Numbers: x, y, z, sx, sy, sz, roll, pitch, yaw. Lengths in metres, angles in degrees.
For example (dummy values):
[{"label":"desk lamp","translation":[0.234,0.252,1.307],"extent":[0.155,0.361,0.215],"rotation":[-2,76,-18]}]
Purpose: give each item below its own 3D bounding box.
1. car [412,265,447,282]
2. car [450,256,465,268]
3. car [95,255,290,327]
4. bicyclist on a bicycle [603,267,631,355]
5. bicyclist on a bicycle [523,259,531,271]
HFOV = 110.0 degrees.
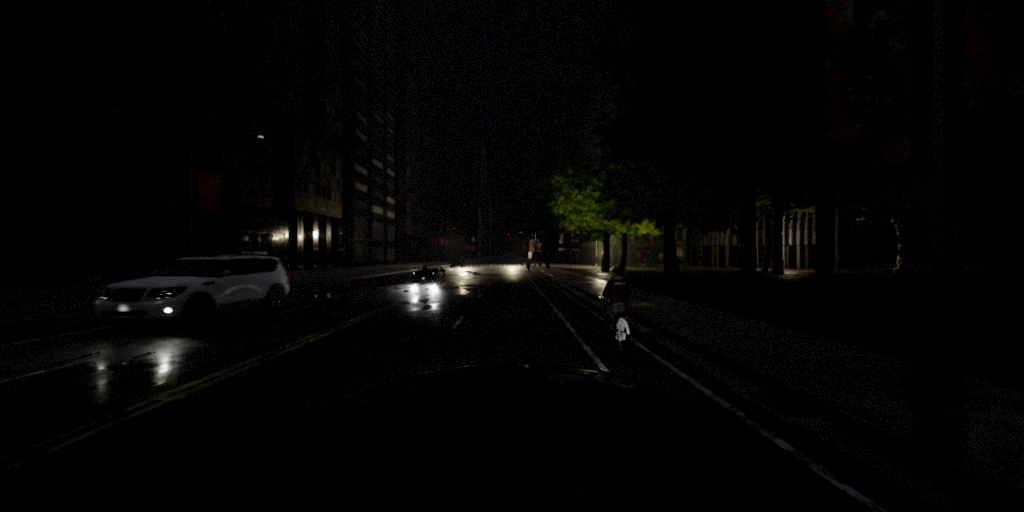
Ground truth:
[{"label":"car","translation":[-6.602,1.369,28.930],"extent":[1.895,1.301,4.718],"rotation":[0,0,0]},{"label":"car","translation":[-9.754,1.060,64.686],"extent":[2.150,2.045,5.566],"rotation":[0,0,0]},{"label":"car","translation":[-9.852,0.977,11.849],"extent":[2.150,2.045,5.566],"rotation":[0,0,0]},{"label":"bicyclist on a bicycle","translation":[2.249,1.124,7.853],"extent":[0.659,1.776,1.843],"rotation":[0,0,0]},{"label":"bicyclist on a bicycle","translation":[2.202,1.241,48.036],"extent":[0.866,1.612,1.509],"rotation":[0,0,0]}]
